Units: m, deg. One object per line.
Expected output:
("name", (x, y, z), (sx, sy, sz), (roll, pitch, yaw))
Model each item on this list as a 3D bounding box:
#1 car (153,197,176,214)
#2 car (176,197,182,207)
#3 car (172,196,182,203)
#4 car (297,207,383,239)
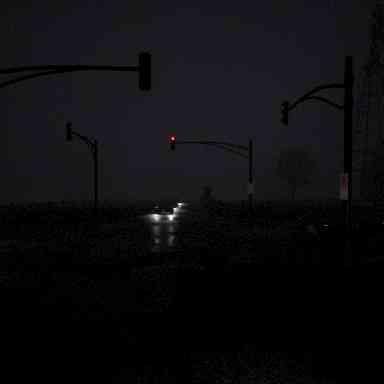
("car", (-2.888, 1.520, 34.980), (1.812, 1.442, 4.674), (0, 0, -2))
("car", (-3.048, 1.486, 49.363), (2.128, 1.511, 4.902), (0, 0, 0))
("car", (-3.082, 1.598, 68.061), (1.895, 1.301, 4.718), (0, 0, 0))
("car", (7.486, 1.456, 16.683), (4.181, 1.385, 1.994), (0, 1, 21))
